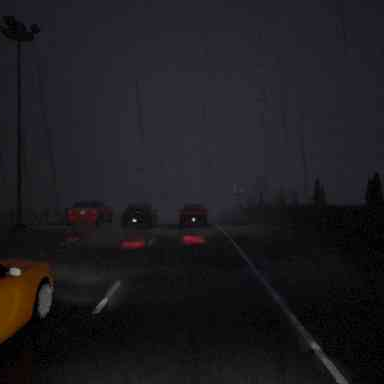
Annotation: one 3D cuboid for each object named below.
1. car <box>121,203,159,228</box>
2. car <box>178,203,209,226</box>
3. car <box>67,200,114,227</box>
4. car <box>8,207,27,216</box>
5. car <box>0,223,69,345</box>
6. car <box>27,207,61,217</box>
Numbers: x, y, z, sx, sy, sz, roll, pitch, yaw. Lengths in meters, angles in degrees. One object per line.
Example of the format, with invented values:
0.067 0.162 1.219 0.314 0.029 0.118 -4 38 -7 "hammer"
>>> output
-3.395 1.511 22.060 1.837 1.490 4.892 0 -2 0 "car"
0.105 1.558 23.356 1.837 1.490 4.892 0 -2 0 "car"
-6.896 1.397 23.086 2.097 1.767 4.553 0 -2 0 "car"
-20.992 2.535 41.565 1.882 1.535 5.008 0 -7 0 "car"
-3.399 1.441 3.981 1.882 1.535 5.008 0 1 0 "car"
-17.492 2.507 40.547 2.128 1.511 4.902 0 -6 0 "car"
